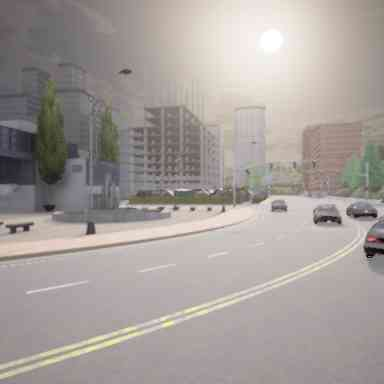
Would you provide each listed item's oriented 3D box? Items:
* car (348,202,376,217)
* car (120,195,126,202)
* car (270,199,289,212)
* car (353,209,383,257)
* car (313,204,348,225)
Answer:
[{"bbox_3d":[15.382,1.632,30.267,1.994,1.385,4.181,0,0,15],"label":"car"},{"bbox_3d":[-19.272,1.930,85.146,1.970,1.475,3.806,0,0,15],"label":"car"},{"bbox_3d":[10.760,1.654,40.910,1.837,1.490,4.892,0,-1,14],"label":"car"},{"bbox_3d":[7.632,1.569,12.238,2.033,1.411,5.357,0,0,36],"label":"car"},{"bbox_3d":[10.116,1.618,24.920,2.033,1.411,5.357,0,0,20],"label":"car"}]
